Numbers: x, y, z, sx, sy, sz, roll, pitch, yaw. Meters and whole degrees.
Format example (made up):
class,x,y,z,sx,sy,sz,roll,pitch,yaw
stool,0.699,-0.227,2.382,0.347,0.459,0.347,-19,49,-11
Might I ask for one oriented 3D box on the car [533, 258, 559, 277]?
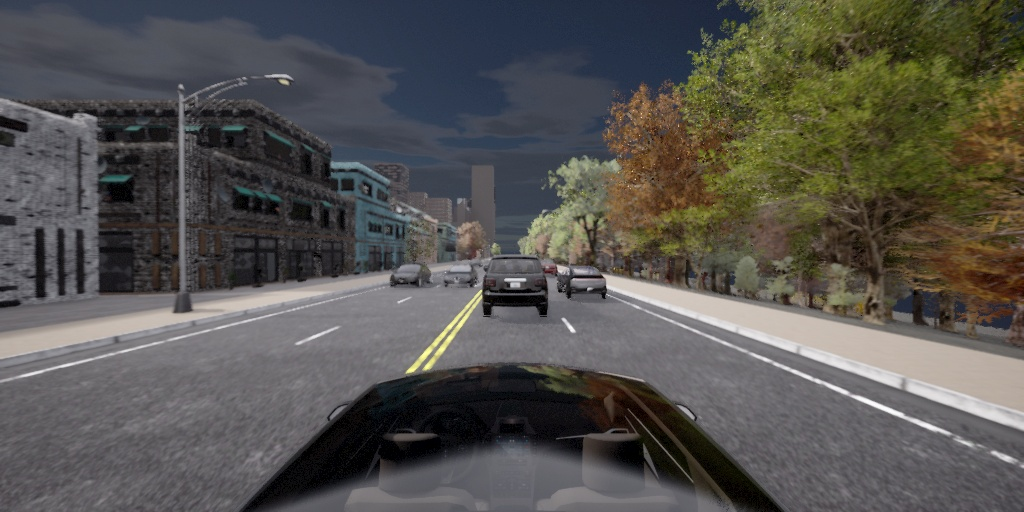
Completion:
class,x,y,z,sx,sy,sz,roll,pitch,yaw
car,3.353,1.093,36.169,2.097,1.767,4.553,0,0,0

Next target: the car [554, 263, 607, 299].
class,x,y,z,sx,sy,sz,roll,pitch,yaw
car,3.352,1.237,17.880,2.128,1.511,4.902,0,0,0

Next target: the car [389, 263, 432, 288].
class,x,y,z,sx,sy,sz,roll,pitch,yaw
car,-6.596,1.249,23.816,1.837,1.490,4.892,0,0,0

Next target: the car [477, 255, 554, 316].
class,x,y,z,sx,sy,sz,roll,pitch,yaw
car,0.102,0.968,13.459,2.150,2.045,5.566,0,0,0

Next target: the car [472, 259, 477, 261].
class,x,y,z,sx,sy,sz,roll,pitch,yaw
car,-6.518,1.234,64.870,1.837,1.490,4.892,0,0,1

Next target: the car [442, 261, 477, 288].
class,x,y,z,sx,sy,sz,roll,pitch,yaw
car,-3.336,1.270,23.915,1.812,1.442,4.674,0,0,0
